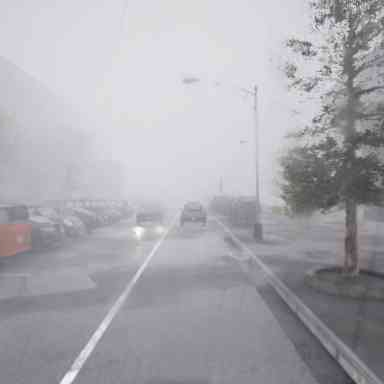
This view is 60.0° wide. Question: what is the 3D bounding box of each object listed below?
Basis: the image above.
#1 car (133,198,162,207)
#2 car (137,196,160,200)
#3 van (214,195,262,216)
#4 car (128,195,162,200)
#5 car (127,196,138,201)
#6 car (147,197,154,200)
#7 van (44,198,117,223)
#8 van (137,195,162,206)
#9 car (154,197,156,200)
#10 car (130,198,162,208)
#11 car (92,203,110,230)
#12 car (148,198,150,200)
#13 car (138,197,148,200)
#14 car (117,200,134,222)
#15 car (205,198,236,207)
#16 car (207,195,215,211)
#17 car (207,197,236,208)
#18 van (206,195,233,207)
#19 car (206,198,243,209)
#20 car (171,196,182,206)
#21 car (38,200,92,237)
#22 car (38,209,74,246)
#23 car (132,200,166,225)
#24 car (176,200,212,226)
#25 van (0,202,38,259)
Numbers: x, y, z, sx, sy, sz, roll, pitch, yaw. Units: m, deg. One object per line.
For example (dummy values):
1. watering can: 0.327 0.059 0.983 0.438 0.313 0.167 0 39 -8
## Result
1. car: -7.681 1.840 58.295 4.792 1.488 2.163 0 -1 0
2. car: -7.622 1.772 49.936 4.792 1.488 2.163 0 0 0
3. van: 4.796 1.430 33.455 4.442 1.987 1.878 0 0 0
4. car: -7.623 1.506 52.731 5.566 2.045 2.435 0 0 0
5. car: -7.619 1.515 30.380 4.553 1.767 2.185 0 0 0
6. car: -7.837 1.696 41.555 5.366 1.575 1.946 0 0 0
7. van: -7.534 1.370 22.001 4.442 1.987 1.878 0 0 0
8. van: -7.768 1.642 61.086 4.442 1.987 1.878 0 -1 0
9. car: -7.680 1.743 44.349 4.792 1.488 2.163 0 0 0
10. car: -7.651 1.775 55.464 5.008 1.535 2.097 0 0 0
11. car: -7.645 1.581 19.081 5.008 1.535 2.097 0 0 0
12. car: -7.680 1.714 38.760 4.792 1.488 2.163 0 0 0
13. car: -7.836 1.666 35.968 5.366 1.575 1.946 0 0 0
14. car: -7.645 1.627 27.587 4.892 1.521 2.231 0 0 0
15. car: 4.684 1.778 55.783 5.008 1.535 2.097 0 -1 0
16. car: 4.707 1.419 36.247 5.566 2.045 2.435 0 0 0
17. car: 4.647 1.633 52.994 4.553 1.767 2.185 0 0 0
18. van: 4.795 1.590 58.561 4.442 1.987 1.878 0 -1 0
19. car: 4.864 1.740 50.075 5.366 1.575 1.946 0 0 0
20. car: -3.003 1.730 67.517 2.150 2.045 5.566 0 -2 0
21. car: -7.681 1.441 16.412 4.553 1.767 2.185 0 0 0
22. car: -7.648 1.592 13.619 4.674 1.452 2.002 0 0 0
23. car: -3.100 1.614 25.902 1.882 1.535 5.008 0 0 0
24. car: 0.099 1.622 24.799 2.128 1.511 4.902 0 0 0
25. van: -7.767 1.312 10.827 4.442 1.987 1.878 0 0 0
